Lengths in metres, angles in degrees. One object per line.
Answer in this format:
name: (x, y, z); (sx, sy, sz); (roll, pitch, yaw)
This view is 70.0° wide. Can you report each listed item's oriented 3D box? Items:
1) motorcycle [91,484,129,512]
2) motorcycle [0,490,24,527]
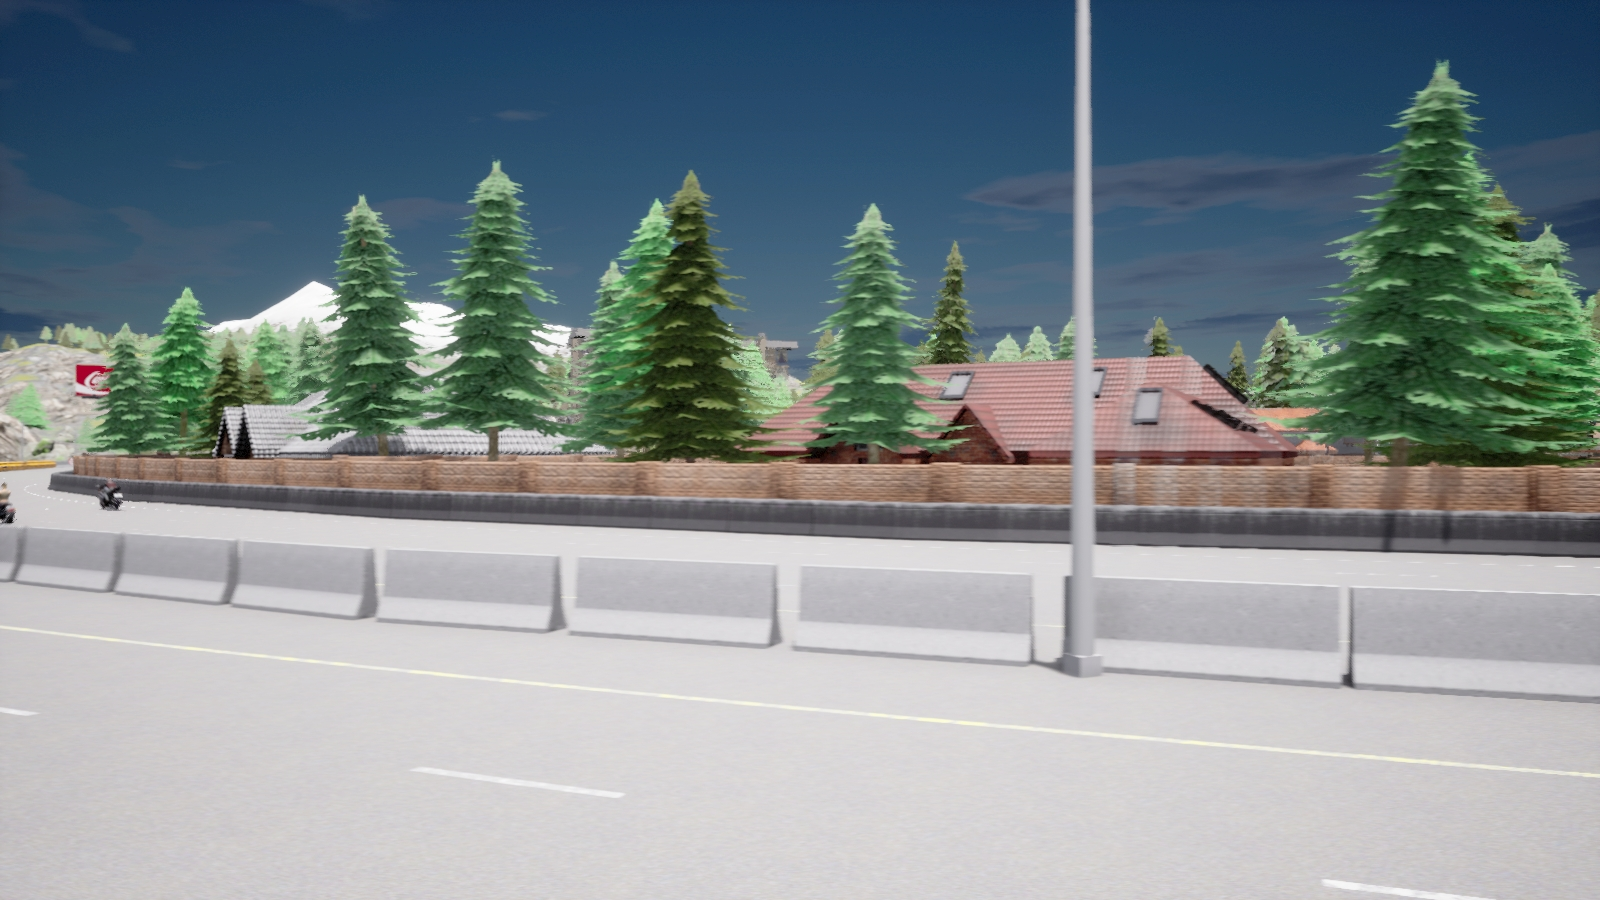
motorcycle: (-32.924, 2.275, 54.475); (2.209, 1.251, 0.867); (0, -1, 41)
motorcycle: (-30.373, 2.200, 43.467); (2.356, 1.325, 0.764); (0, 0, 40)
